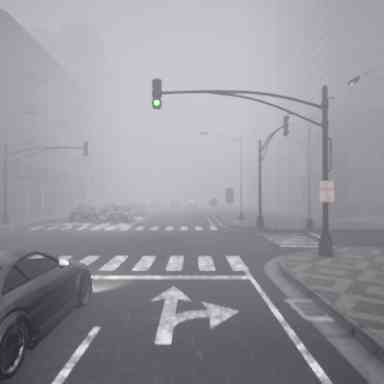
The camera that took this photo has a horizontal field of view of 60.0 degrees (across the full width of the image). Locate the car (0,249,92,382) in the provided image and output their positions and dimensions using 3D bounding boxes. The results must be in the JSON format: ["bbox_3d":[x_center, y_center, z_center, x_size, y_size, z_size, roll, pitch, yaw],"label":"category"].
[{"bbox_3d":[-3.145,1.638,5.541,1.994,1.385,4.181,0,-1,0],"label":"car"}]

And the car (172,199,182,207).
[{"bbox_3d":[-3.213,2.392,71.928,1.837,1.490,4.892,0,-1,0],"label":"car"}]

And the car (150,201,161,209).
[{"bbox_3d":[-6.539,2.271,58.072,2.033,1.411,5.357,0,-1,1],"label":"car"}]

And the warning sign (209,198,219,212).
[{"bbox_3d":[2.868,1.670,44.043,1.300,1.860,1.060,0,-1,0],"label":"warning sign"}]

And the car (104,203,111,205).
[{"bbox_3d":[-9.832,2.058,40.272,2.033,1.411,5.357,0,-1,0],"label":"car"}]

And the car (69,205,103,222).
[{"bbox_3d":[-9.839,1.920,30.702,1.812,1.442,4.674,0,-1,-2],"label":"car"}]

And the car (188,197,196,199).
[{"bbox_3d":[0.039,2.112,71.545,2.150,2.045,5.566,0,-1,0],"label":"car"}]

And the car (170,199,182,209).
[{"bbox_3d":[-3.120,2.247,61.875,1.882,1.535,5.008,0,-1,0],"label":"car"}]

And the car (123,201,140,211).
[{"bbox_3d":[-9.803,2.238,53.996,1.994,1.385,4.181,0,-1,1],"label":"car"}]

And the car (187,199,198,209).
[{"bbox_3d":[0.127,2.363,61.321,1.895,1.301,4.718,0,-1,0],"label":"car"}]

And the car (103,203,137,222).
[{"bbox_3d":[-6.587,1.998,30.901,1.895,1.301,4.718,0,-1,-3],"label":"car"}]

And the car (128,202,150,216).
[{"bbox_3d":[-6.575,2.108,40.059,1.895,1.301,4.718,0,-1,0],"label":"car"}]
